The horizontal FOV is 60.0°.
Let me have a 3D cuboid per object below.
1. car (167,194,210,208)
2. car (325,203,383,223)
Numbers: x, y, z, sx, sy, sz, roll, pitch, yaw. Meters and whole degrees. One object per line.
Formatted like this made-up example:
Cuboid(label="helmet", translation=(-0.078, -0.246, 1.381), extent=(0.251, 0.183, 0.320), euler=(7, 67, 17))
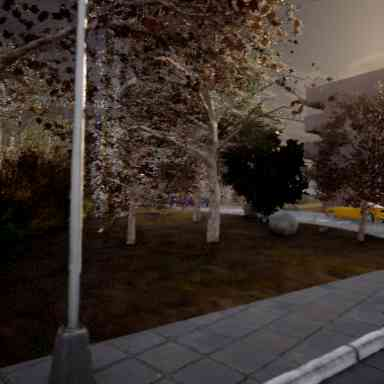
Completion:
Cuboid(label="car", translation=(-0.501, 0.748, 32.826), extent=(5.008, 1.535, 1.882), euler=(3, 0, 31))
Cuboid(label="car", translation=(12.741, 1.466, 25.680), extent=(1.882, 1.535, 5.008), euler=(2, 1, -33))
